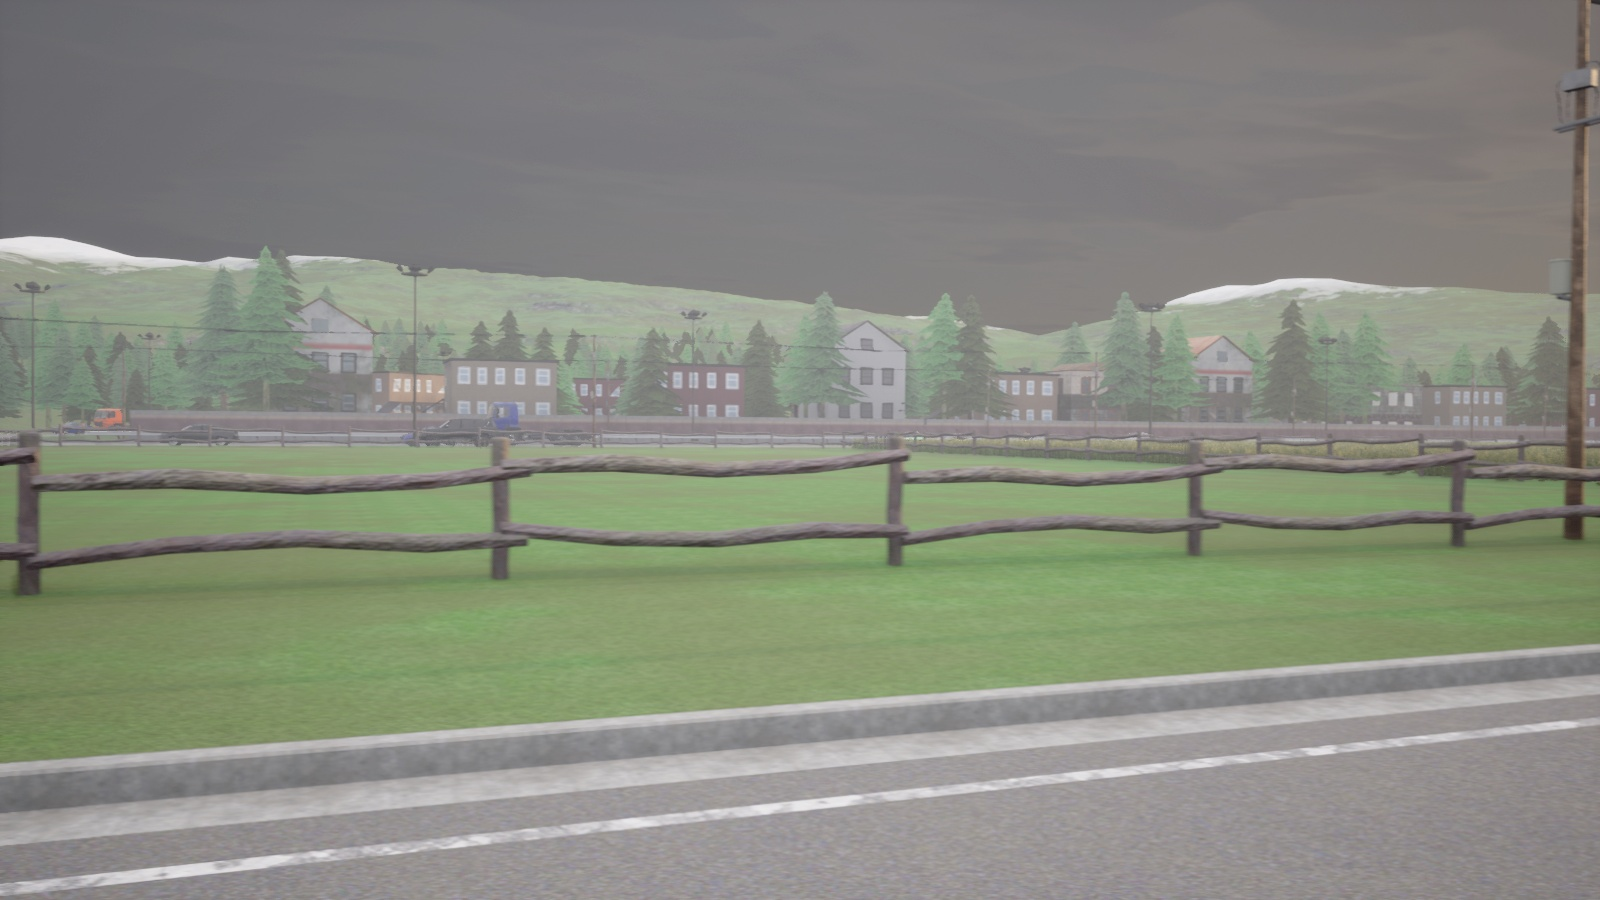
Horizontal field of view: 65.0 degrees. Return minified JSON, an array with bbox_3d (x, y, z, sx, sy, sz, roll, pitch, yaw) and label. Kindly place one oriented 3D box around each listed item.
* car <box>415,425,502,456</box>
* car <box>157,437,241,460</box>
[{"bbox_3d":[-23.567,-0.661,86.589,5.566,2.045,2.150,-1,1,-21],"label":"car"},{"bbox_3d":[-40.209,-0.113,84.100,4.892,1.490,1.837,-1,1,-21],"label":"car"}]
